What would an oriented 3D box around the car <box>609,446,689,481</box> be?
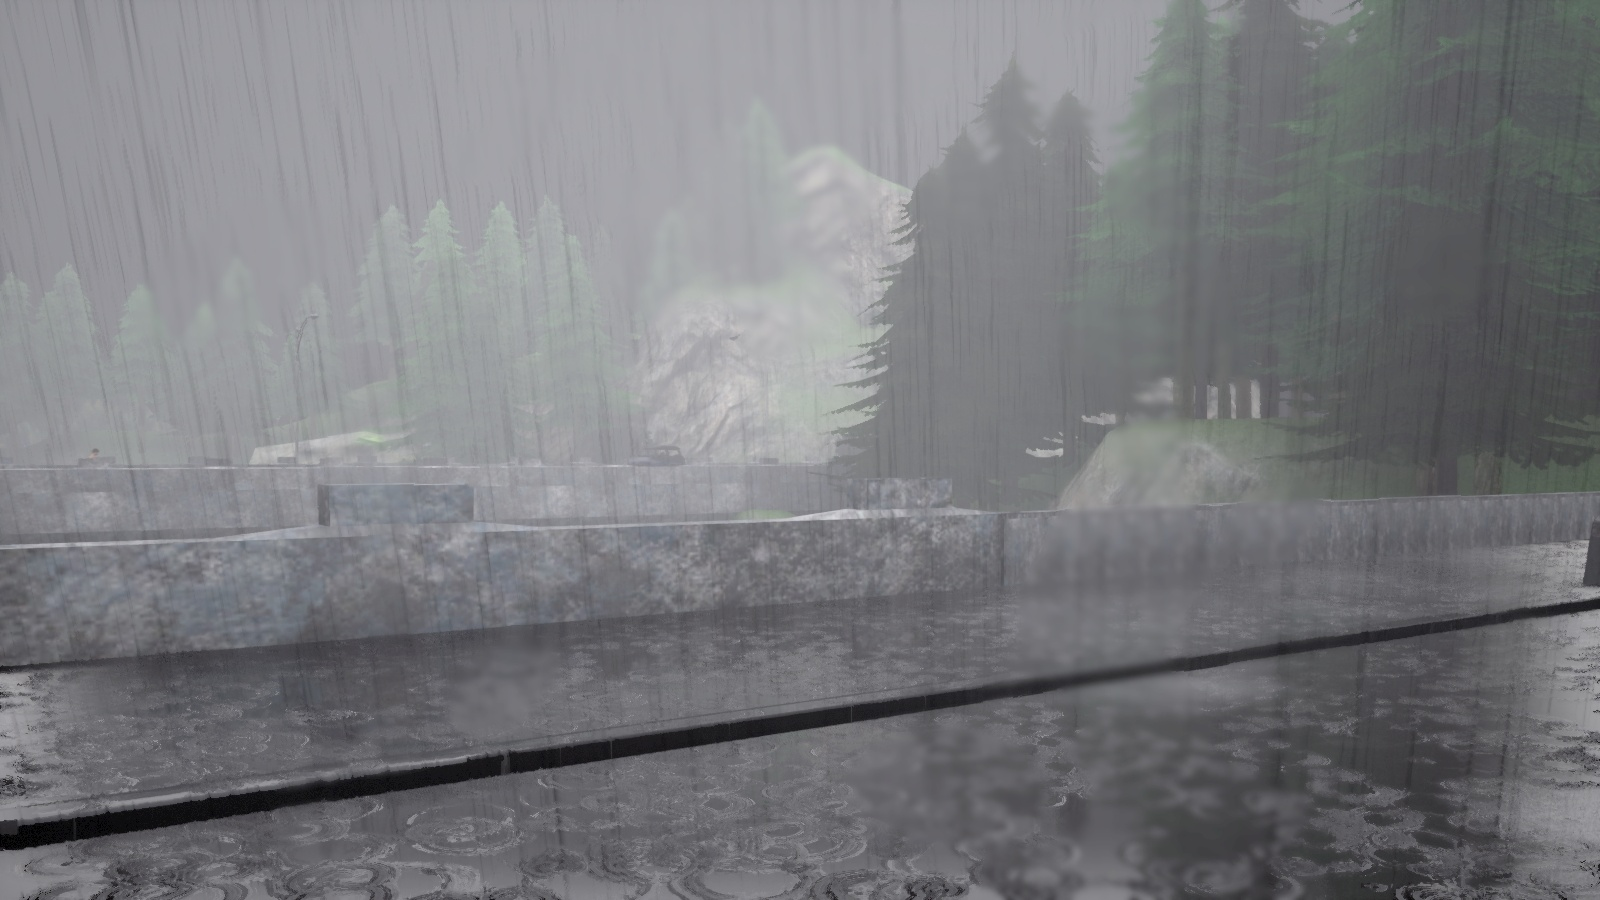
[{"bbox_3d":[-8.241,0.726,68.642,3.866,1.878,1.905,0,0,-35],"label":"car"}]
